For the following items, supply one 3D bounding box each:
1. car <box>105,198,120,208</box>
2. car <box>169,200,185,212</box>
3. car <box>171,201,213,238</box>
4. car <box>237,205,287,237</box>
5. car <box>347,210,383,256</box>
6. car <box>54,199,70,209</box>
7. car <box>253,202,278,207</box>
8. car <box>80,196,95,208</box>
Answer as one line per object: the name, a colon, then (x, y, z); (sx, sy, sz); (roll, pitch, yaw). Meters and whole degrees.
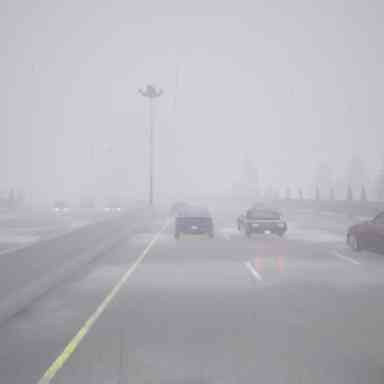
car: (-11.718, 1.604, 49.024); (1.837, 1.490, 4.892); (0, -1, -18)
car: (-1.333, 1.606, 36.262); (1.994, 1.385, 4.181); (0, 0, -9)
car: (0.086, 1.487, 17.855); (1.882, 1.535, 5.008); (0, 0, 0)
car: (3.588, 1.610, 18.040); (1.895, 1.301, 4.718); (0, 0, 0)
car: (7.097, 1.355, 11.124); (2.097, 1.767, 4.553); (0, 0, 0)
car: (-18.856, 1.674, 48.320); (1.994, 1.385, 4.181); (0, 0, -19)
car: (6.532, 1.573, 30.344); (2.033, 1.411, 5.357); (0, 0, -6)
car: (-15.545, 1.459, 49.464); (2.097, 1.767, 4.553); (0, 0, -19)
